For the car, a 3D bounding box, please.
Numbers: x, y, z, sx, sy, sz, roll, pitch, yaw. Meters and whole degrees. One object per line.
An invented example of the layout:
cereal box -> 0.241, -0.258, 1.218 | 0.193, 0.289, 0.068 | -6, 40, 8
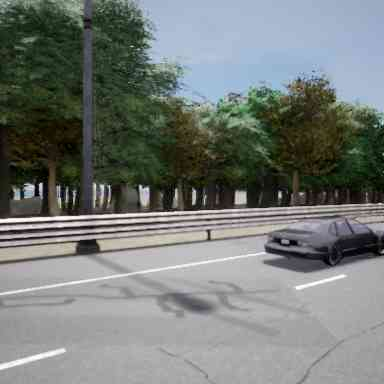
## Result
car -> 4.861, 1.547, 11.505 | 5.357, 1.411, 2.033 | 0, 0, -35
